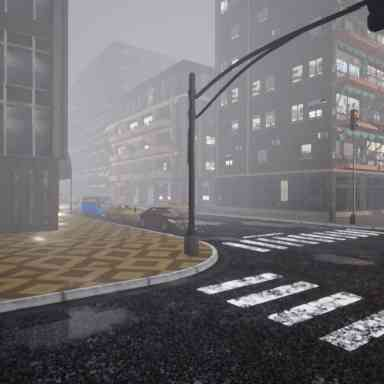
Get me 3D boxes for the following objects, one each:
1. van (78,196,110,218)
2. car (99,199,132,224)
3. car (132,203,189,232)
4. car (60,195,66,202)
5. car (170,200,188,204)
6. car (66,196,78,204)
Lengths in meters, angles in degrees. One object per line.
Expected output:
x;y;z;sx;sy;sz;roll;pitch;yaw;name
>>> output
-8.282;1.265;29.030;1.690;1.788;3.998;0;0;-36;van
-4.883;1.459;24.289;1.752;1.417;4.829;0;0;-36;car
-1.683;1.526;19.825;1.802;1.307;4.206;0;0;-36;car
-27.877;1.360;70.733;1.967;1.590;4.097;0;0;-36;car
-1.572;1.488;34.051;1.752;1.417;4.829;0;0;-36;car
-21.375;1.447;61.667;1.752;1.417;4.829;0;0;-36;car
